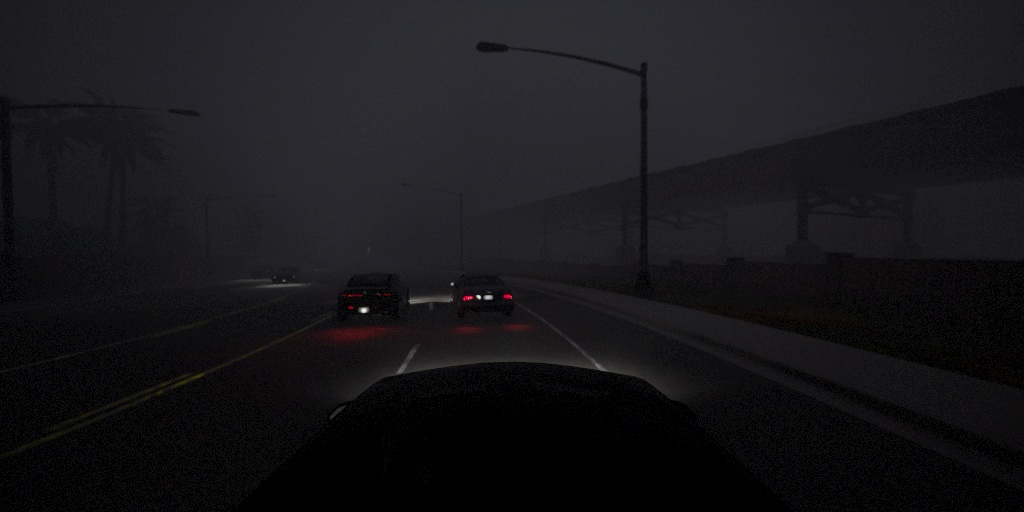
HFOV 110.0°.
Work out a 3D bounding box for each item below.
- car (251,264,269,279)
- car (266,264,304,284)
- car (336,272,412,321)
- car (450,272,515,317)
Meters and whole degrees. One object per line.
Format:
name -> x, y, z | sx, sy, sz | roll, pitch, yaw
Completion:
car -> -26.592, 1.627, 38.675 | 1.882, 1.535, 5.008 | -1, 0, -24
car -> -19.154, 1.578, 30.809 | 2.033, 1.411, 5.357 | -1, 0, -25
car -> -4.791, 1.311, 12.832 | 1.837, 1.490, 4.892 | 0, 0, -11
car -> -1.230, 1.313, 13.340 | 2.033, 1.411, 5.357 | -1, 0, -12
